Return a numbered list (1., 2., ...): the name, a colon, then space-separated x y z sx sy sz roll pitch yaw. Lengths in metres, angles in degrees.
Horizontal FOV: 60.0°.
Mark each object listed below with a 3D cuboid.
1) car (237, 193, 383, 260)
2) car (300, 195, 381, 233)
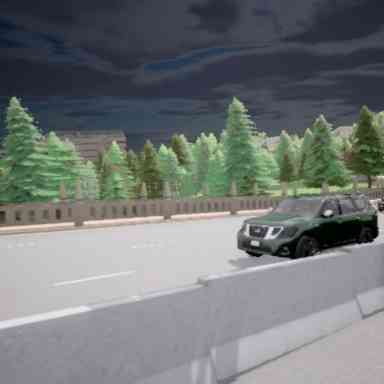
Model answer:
1. car: 4.064 1.090 11.177 5.566 2.045 2.150 -1 0 -35
2. car: 8.317 1.114 18.498 4.553 1.767 2.097 -1 1 -35
